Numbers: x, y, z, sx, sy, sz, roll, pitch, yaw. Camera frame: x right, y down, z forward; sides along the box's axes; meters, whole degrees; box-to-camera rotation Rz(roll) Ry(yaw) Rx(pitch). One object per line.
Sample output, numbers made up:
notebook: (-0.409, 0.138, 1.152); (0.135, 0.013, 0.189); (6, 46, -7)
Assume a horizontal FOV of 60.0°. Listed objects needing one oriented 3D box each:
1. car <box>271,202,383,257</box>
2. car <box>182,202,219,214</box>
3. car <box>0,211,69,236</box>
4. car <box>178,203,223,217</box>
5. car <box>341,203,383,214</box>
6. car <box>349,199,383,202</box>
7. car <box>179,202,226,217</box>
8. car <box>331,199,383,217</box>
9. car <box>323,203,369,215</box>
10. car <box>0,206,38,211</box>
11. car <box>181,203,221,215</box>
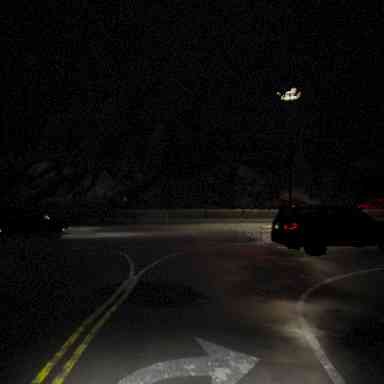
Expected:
car: (6.250, 1.565, 14.377); (5.566, 2.045, 2.150); (0, -2, -8)
car: (1.104, 2.152, 45.482); (4.902, 1.511, 2.128); (0, -1, 0)
car: (-10.205, 2.009, 20.675); (4.718, 1.301, 1.895); (0, -1, -1)
car: (0.933, 2.067, 38.483); (5.008, 1.535, 1.882); (0, -1, -1)
car: (23.630, 2.209, 45.681); (5.357, 1.411, 2.033); (0, -1, 0)
car: (19.702, 1.776, 35.161); (5.566, 2.045, 2.150); (0, -1, -1)
car: (1.043, 2.101, 34.984); (5.357, 1.411, 2.033); (0, -1, -1)
car: (19.435, 1.811, 38.658); (5.566, 2.045, 2.150); (0, -1, -1)
car: (19.470, 2.131, 42.153); (4.892, 1.490, 1.837); (0, -1, 0)
car: (-12.154, 1.796, 24.161); (4.553, 1.767, 2.097); (0, -1, -1)
car: (1.114, 2.130, 41.984); (4.892, 1.490, 1.837); (0, -1, -1)
